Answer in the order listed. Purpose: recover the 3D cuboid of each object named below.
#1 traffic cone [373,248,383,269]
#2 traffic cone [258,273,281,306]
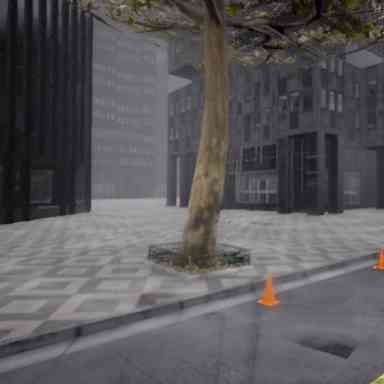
[{"bbox_3d":[5.582,1.944,9.826,0.340,0.580,0.340,0,0,-37],"label":"traffic cone"},{"bbox_3d":[1.587,1.968,6.820,0.340,0.580,0.340,0,0,-37],"label":"traffic cone"}]
